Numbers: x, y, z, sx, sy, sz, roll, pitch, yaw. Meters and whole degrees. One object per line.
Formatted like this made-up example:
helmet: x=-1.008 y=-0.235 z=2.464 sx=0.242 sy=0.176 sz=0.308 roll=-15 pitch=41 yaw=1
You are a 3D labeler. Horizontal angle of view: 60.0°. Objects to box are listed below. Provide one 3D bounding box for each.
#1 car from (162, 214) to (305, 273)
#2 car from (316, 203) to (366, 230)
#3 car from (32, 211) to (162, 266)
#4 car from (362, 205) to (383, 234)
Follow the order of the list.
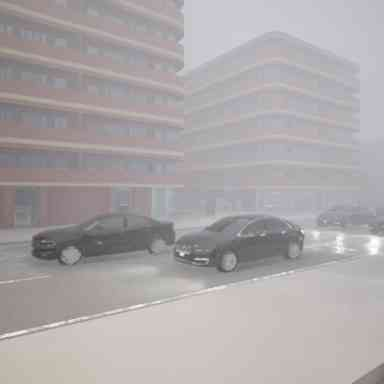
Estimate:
car: x=1.679 y=1.505 z=10.802 sx=4.892 sy=1.490 sz=1.837 roll=0 pitch=0 yaw=-36
car: x=9.805 y=1.505 z=21.060 sx=4.892 sy=1.490 sz=1.837 roll=0 pitch=0 yaw=-36
car: x=-2.924 y=1.478 z=11.776 sx=5.008 sy=1.535 sz=1.882 roll=0 pitch=0 yaw=-36
car: x=11.269 y=1.564 z=17.760 sx=4.181 sy=1.385 sz=1.994 roll=0 pitch=0 yaw=-36
